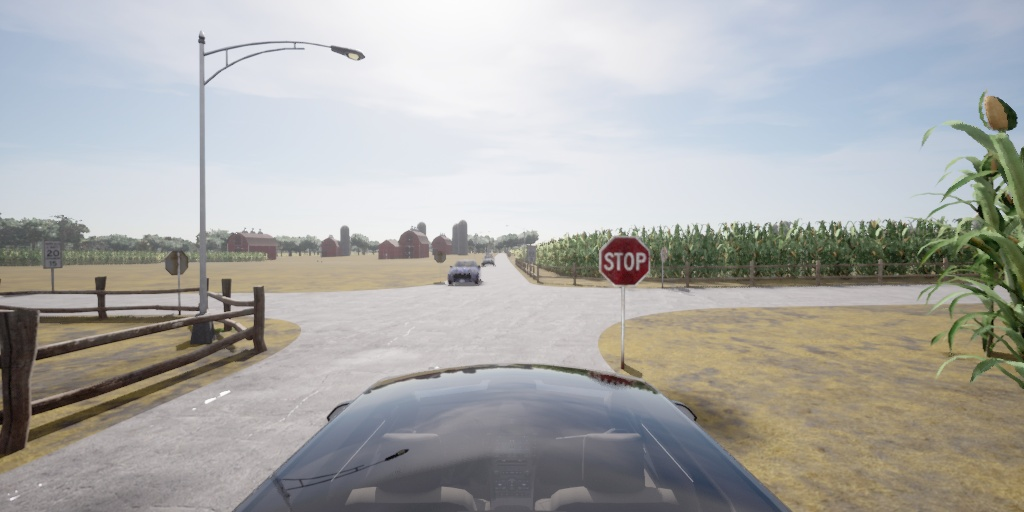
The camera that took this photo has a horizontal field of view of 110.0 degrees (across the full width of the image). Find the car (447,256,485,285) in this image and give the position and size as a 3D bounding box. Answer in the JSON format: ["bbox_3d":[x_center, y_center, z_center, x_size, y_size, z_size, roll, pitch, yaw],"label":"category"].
[{"bbox_3d":[-3.317,1.046,25.739,2.097,1.767,4.553,0,0,-1],"label":"car"}]
